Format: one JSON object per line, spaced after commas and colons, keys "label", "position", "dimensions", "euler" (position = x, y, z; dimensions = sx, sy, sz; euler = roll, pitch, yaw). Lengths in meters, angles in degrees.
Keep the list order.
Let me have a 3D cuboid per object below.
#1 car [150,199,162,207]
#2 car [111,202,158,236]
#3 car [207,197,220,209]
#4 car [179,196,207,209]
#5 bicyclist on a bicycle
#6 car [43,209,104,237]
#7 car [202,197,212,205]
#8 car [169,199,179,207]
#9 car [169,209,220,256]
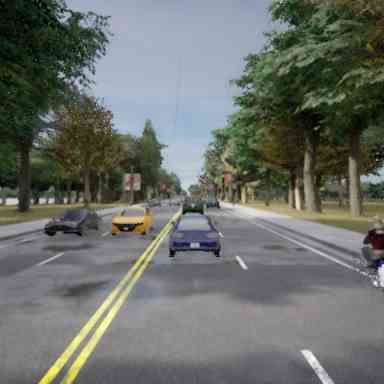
{"label": "car", "position": [-6.533, 2.008, 59.907], "dimensions": [1.994, 1.385, 4.181], "euler": [0, -1, 1]}
{"label": "car", "position": [-3.351, 1.602, 19.447], "dimensions": [1.882, 1.535, 5.008], "euler": [0, 0, 0]}
{"label": "car", "position": [3.345, 1.742, 54.179], "dimensions": [2.097, 1.767, 4.553], "euler": [0, -1, 0]}
{"label": "car", "position": [0.086, 1.451, 34.385], "dimensions": [2.150, 2.045, 5.566], "euler": [0, 0, 0]}
{"label": "bicyclist on a bicycle", "position": [4.140, 1.417, 7.626], "dimensions": [0.659, 1.776, 1.843], "euler": [0, 0, 0]}
{"label": "car", "position": [-6.602, 1.670, 19.218], "dimensions": [2.033, 1.411, 5.357], "euler": [0, 0, 0]}
{"label": "car", "position": [3.248, 1.933, 73.154], "dimensions": [2.097, 1.767, 4.553], "euler": [0, -1, 0]}
{"label": "car", "position": [-3.280, 1.985, 61.509], "dimensions": [1.812, 1.442, 4.674], "euler": [0, -1, 1]}
{"label": "car", "position": [0.097, 1.608, 13.292], "dimensions": [1.812, 1.442, 4.674], "euler": [0, 0, 0]}
